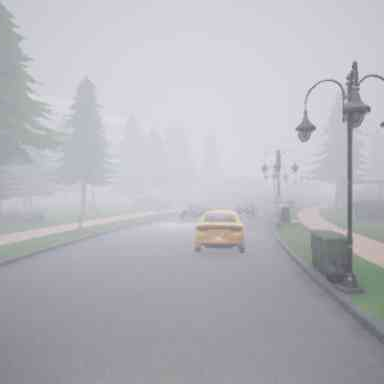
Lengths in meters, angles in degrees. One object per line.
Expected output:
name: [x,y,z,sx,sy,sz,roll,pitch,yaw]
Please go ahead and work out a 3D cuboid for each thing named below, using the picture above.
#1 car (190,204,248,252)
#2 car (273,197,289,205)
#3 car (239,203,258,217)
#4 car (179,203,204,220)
car: [1.262,1.510,14.183,1.882,1.535,5.008,0,0,7]
car: [17.442,1.737,65.251,1.994,1.385,4.181,0,0,35]
car: [5.377,1.684,32.587,1.895,1.301,4.718,0,0,17]
car: [0.341,1.659,28.469,1.895,1.301,4.718,0,0,15]
